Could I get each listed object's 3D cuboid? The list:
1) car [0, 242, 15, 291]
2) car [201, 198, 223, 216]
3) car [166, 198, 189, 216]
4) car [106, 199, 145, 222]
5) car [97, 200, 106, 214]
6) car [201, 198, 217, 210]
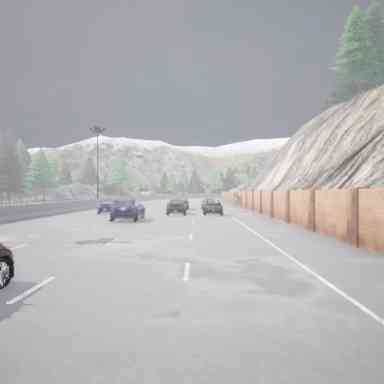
[{"bbox_3d":[-5.342,1.352,6.190,2.097,1.767,4.553,0,0,1],"label":"car"},{"bbox_3d":[2.012,1.491,32.762,2.128,1.511,4.902,0,0,1],"label":"car"},{"bbox_3d":[-1.486,1.504,32.952,1.837,1.490,4.892,0,0,0],"label":"car"},{"bbox_3d":[-5.068,1.350,26.756,2.097,1.767,4.553,0,0,1],"label":"car"},{"bbox_3d":[-8.465,1.525,34.684,1.812,1.442,4.674,0,0,1],"label":"car"},{"bbox_3d":[2.148,1.525,43.212,1.812,1.442,4.674,0,0,1],"label":"car"}]
